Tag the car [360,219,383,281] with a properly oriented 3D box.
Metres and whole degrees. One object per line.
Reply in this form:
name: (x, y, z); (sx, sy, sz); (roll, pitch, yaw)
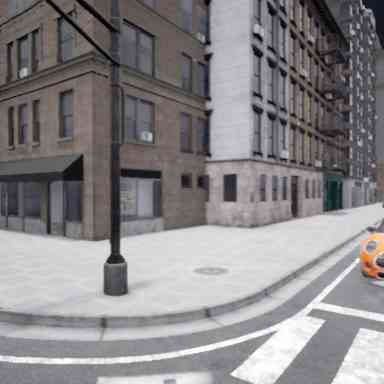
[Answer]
car: (6.138, 1.349, 9.262); (2.097, 1.767, 4.553); (0, 0, 35)
